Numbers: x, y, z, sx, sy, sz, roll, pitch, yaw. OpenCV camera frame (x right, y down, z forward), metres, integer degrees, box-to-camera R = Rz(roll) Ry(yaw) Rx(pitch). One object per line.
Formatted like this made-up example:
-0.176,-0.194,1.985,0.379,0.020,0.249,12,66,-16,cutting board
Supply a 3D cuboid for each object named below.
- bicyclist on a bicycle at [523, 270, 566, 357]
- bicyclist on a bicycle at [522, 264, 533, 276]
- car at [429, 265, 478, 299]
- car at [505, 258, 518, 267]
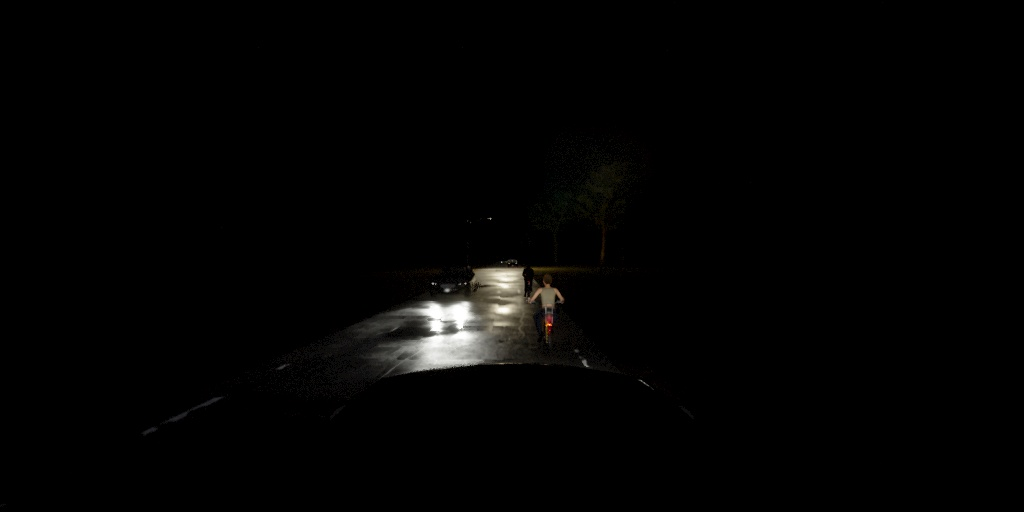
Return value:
0.737,1.186,7.585,0.866,1.612,1.509,0,0,0,bicyclist on a bicycle
0.762,1.201,16.651,0.582,1.620,1.656,0,0,0,bicyclist on a bicycle
-2.845,1.240,18.211,2.128,1.511,4.902,0,0,0,car
0.118,1.318,62.948,1.895,1.301,4.718,0,0,0,car
